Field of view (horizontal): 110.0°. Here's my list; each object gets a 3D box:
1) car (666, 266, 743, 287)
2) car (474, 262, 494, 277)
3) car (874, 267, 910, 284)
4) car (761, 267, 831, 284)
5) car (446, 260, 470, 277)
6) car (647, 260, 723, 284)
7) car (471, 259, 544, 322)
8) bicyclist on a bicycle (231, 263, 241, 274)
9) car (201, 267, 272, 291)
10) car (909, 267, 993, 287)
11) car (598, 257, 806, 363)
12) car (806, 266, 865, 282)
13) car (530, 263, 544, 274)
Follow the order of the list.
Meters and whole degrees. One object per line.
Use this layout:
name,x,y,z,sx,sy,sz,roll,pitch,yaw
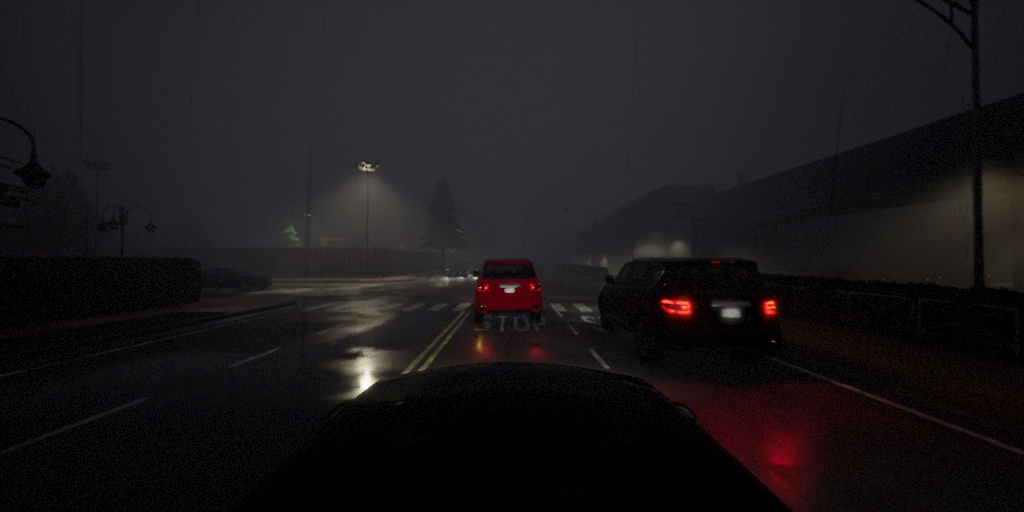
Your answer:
car,14.954,1.573,28.034,5.008,1.535,1.882,0,-1,0
car,-3.415,1.670,44.866,2.097,1.767,4.553,0,-1,1
car,35.267,1.688,31.496,5.357,1.411,2.033,0,-1,0
car,24.885,1.666,31.504,4.674,1.442,1.812,0,-1,0
car,-6.914,1.672,44.983,2.097,1.767,4.553,0,-1,1
car,15.119,1.363,31.554,5.566,2.045,2.150,0,-1,1
car,-0.252,1.126,13.250,2.150,2.045,5.566,0,0,-4
bicyclist on a bicycle,-25.198,1.446,32.728,0.582,1.620,1.656,0,-1,0
car,-18.649,1.502,23.739,5.008,1.535,1.882,0,-1,0
car,34.443,1.658,27.998,4.181,1.385,1.994,0,-1,0
car,3.625,1.061,8.533,2.150,2.045,5.566,0,-1,1
car,24.533,1.573,28.019,5.008,1.535,1.882,0,-1,0
car,3.876,1.935,55.512,1.882,1.535,5.008,0,-1,1
